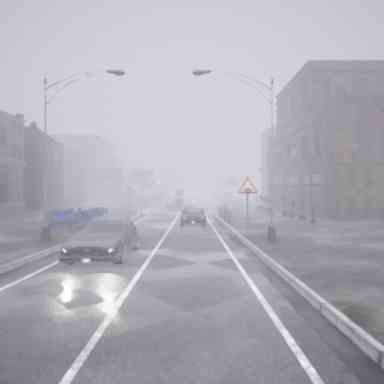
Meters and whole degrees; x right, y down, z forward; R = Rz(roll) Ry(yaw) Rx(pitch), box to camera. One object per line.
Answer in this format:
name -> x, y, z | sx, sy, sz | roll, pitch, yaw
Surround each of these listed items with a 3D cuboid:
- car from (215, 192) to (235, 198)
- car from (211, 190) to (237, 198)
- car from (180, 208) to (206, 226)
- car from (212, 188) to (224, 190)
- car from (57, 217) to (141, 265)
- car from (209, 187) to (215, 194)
car -> 8.151, 0.769, 82.563 | 4.674, 1.452, 2.002 | 0, 2, -1
car -> 7.994, 0.824, 79.803 | 5.366, 1.575, 1.946 | 0, 2, -1
car -> 0.089, 1.857, 25.577 | 1.895, 1.301, 4.718 | 0, 0, 0
car -> 8.083, 0.508, 85.310 | 4.553, 1.767, 2.185 | 0, 2, -1
car -> -3.095, 1.669, 12.383 | 2.033, 1.411, 5.357 | 0, -1, 0
car -> 8.111, 0.291, 88.060 | 5.566, 2.045, 2.435 | 0, 2, -1
